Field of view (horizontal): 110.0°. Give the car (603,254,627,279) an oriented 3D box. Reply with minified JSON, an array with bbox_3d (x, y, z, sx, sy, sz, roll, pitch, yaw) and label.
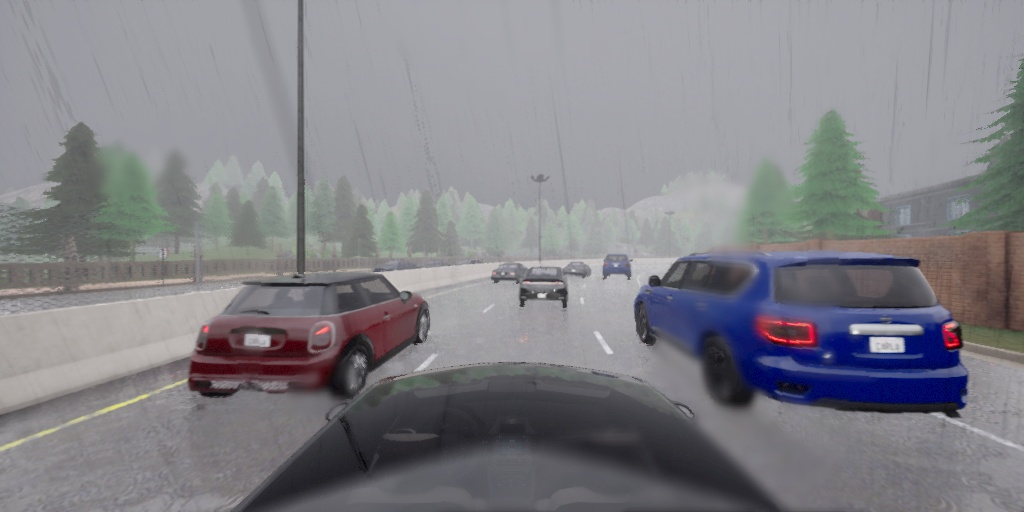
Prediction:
[{"bbox_3d":[9.002,0.842,30.418,2.150,2.045,5.566,0,0,20],"label":"car"}]

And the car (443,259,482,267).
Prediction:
[{"bbox_3d":[-4.371,1.086,34.984,1.837,1.490,4.892,0,0,20],"label":"car"}]

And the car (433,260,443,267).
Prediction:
[{"bbox_3d":[-7.716,1.136,35.951,1.994,1.385,4.181,0,0,20],"label":"car"}]

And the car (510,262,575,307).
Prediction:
[{"bbox_3d":[1.427,1.177,15.084,2.128,1.511,4.902,0,0,9],"label":"car"}]

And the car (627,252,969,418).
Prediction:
[{"bbox_3d":[3.854,0.954,6.202,2.150,2.045,5.566,0,0,4],"label":"car"}]

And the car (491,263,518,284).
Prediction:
[{"bbox_3d":[0.090,1.180,25.578,2.033,1.411,5.357,0,0,16],"label":"car"}]

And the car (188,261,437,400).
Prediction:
[{"bbox_3d":[-3.068,1.074,6.615,2.097,1.767,4.553,0,0,3],"label":"car"}]

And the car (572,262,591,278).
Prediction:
[{"bbox_3d":[5.816,1.174,31.711,1.994,1.385,4.181,0,0,20],"label":"car"}]
